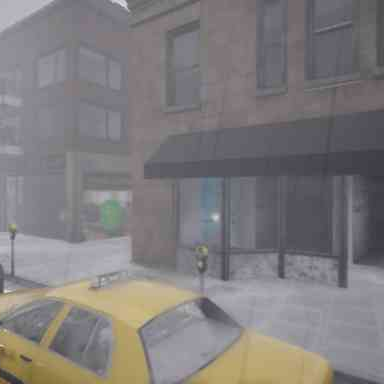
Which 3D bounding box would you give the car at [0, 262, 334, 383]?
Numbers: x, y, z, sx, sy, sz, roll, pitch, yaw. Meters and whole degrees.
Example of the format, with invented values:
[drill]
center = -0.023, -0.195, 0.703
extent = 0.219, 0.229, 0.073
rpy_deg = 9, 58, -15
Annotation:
[car]
center = -1.044, 1.517, 3.591
extent = 4.829, 1.417, 1.752
rpy_deg = 0, 0, 35
